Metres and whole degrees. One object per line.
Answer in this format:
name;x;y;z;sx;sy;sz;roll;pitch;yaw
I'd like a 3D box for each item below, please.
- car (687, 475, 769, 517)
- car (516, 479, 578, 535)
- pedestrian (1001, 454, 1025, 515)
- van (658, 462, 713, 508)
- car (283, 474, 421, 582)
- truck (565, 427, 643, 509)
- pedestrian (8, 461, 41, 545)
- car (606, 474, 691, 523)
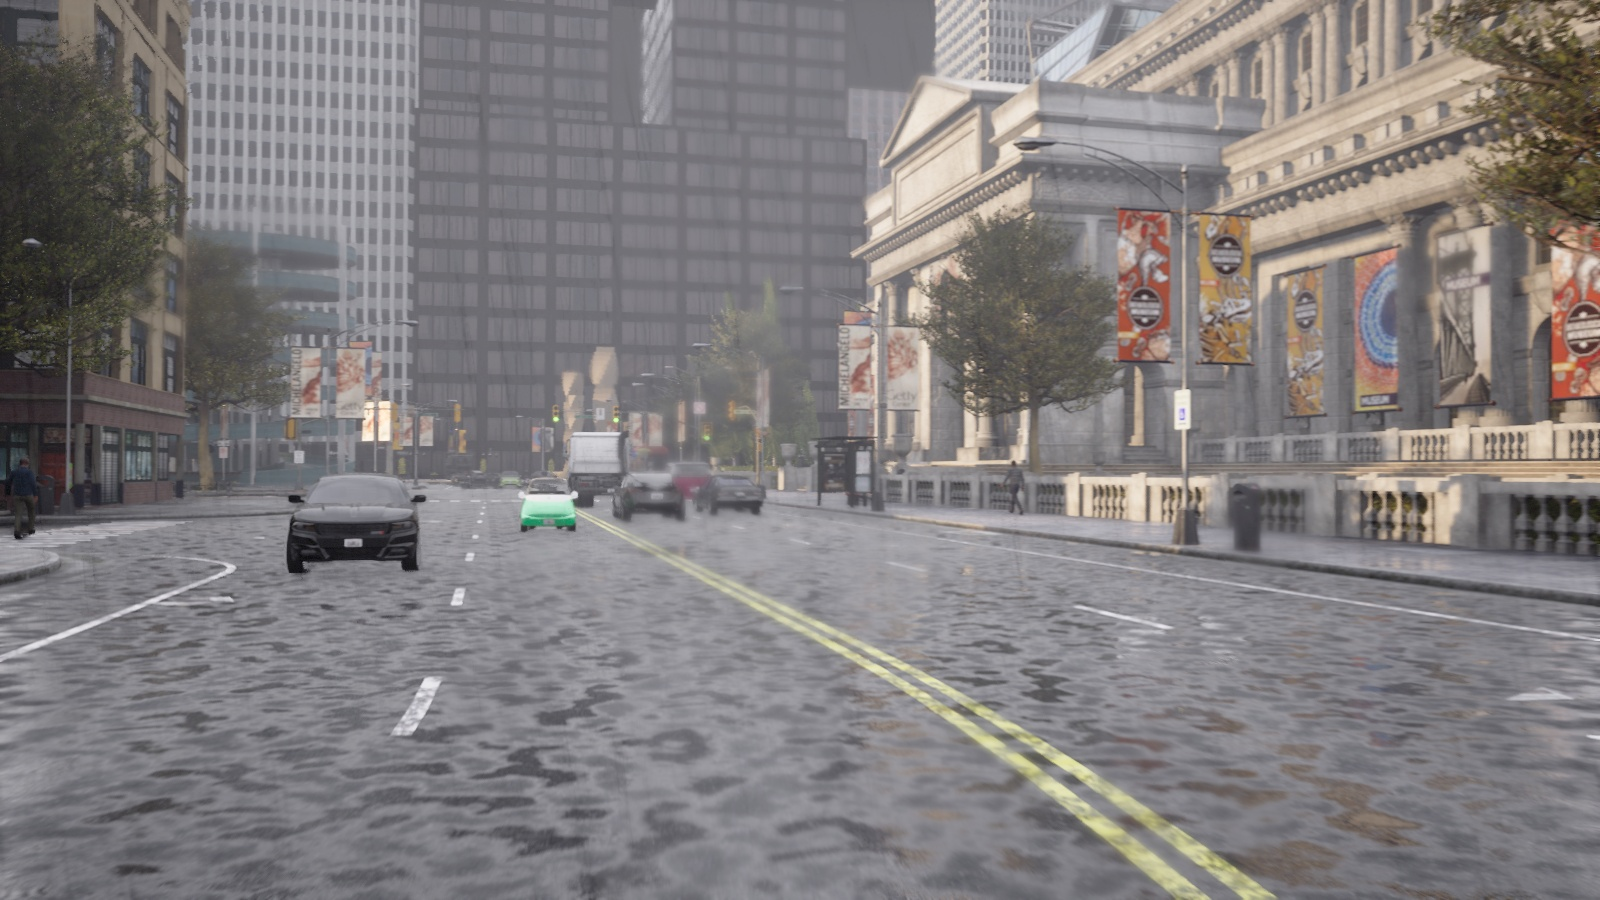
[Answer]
car;-2.749;1.652;46.357;2.033;1.411;5.357;0;-1;-14
car;-6.539;1.443;32.390;1.481;1.376;2.207;0;-1;-14
pedestrian;6.959;1.126;41.112;0.423;1.949;0.788;0;-1;-19
van;-5.178;1.536;56.276;1.775;1.987;4.442;0;-1;-14
car;-7.248;1.173;20.641;1.882;1.535;5.008;0;-1;-17
truck;-9.104;0.841;57.589;2.891;3.462;7.936;0;-1;-14
pedestrian;-17.309;1.174;28.041;0.402;1.842;0.726;0;-1;-13
car;-4.975;1.520;40.687;2.163;1.488;4.792;0;-1;-14
